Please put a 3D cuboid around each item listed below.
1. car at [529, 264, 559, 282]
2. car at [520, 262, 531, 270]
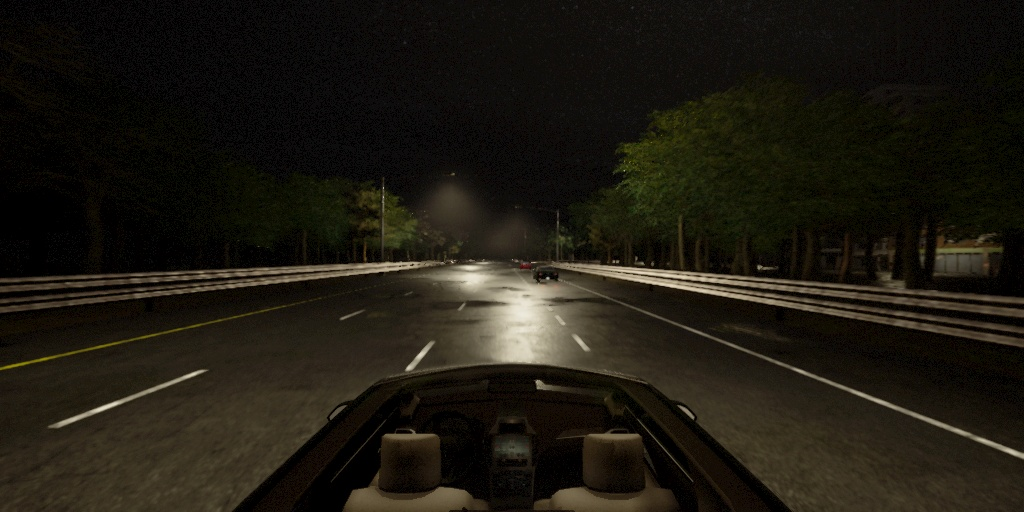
[{"bbox_3d":[2.919,1.557,31.904,1.895,1.301,4.718,1,0,-1],"label":"car"},{"bbox_3d":[2.480,1.705,63.953,1.994,1.385,4.181,0,0,3],"label":"car"}]
